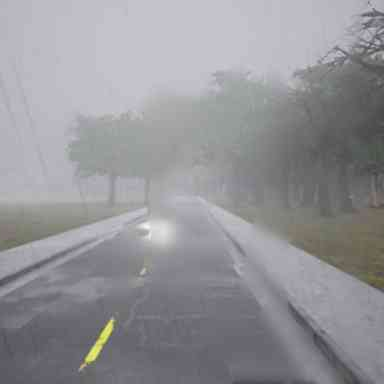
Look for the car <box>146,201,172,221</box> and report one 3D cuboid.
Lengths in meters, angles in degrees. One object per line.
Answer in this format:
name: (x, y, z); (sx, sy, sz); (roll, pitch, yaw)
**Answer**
car: (-2.745, 1.579, 28.511); (2.128, 1.511, 4.902); (0, 0, 0)
